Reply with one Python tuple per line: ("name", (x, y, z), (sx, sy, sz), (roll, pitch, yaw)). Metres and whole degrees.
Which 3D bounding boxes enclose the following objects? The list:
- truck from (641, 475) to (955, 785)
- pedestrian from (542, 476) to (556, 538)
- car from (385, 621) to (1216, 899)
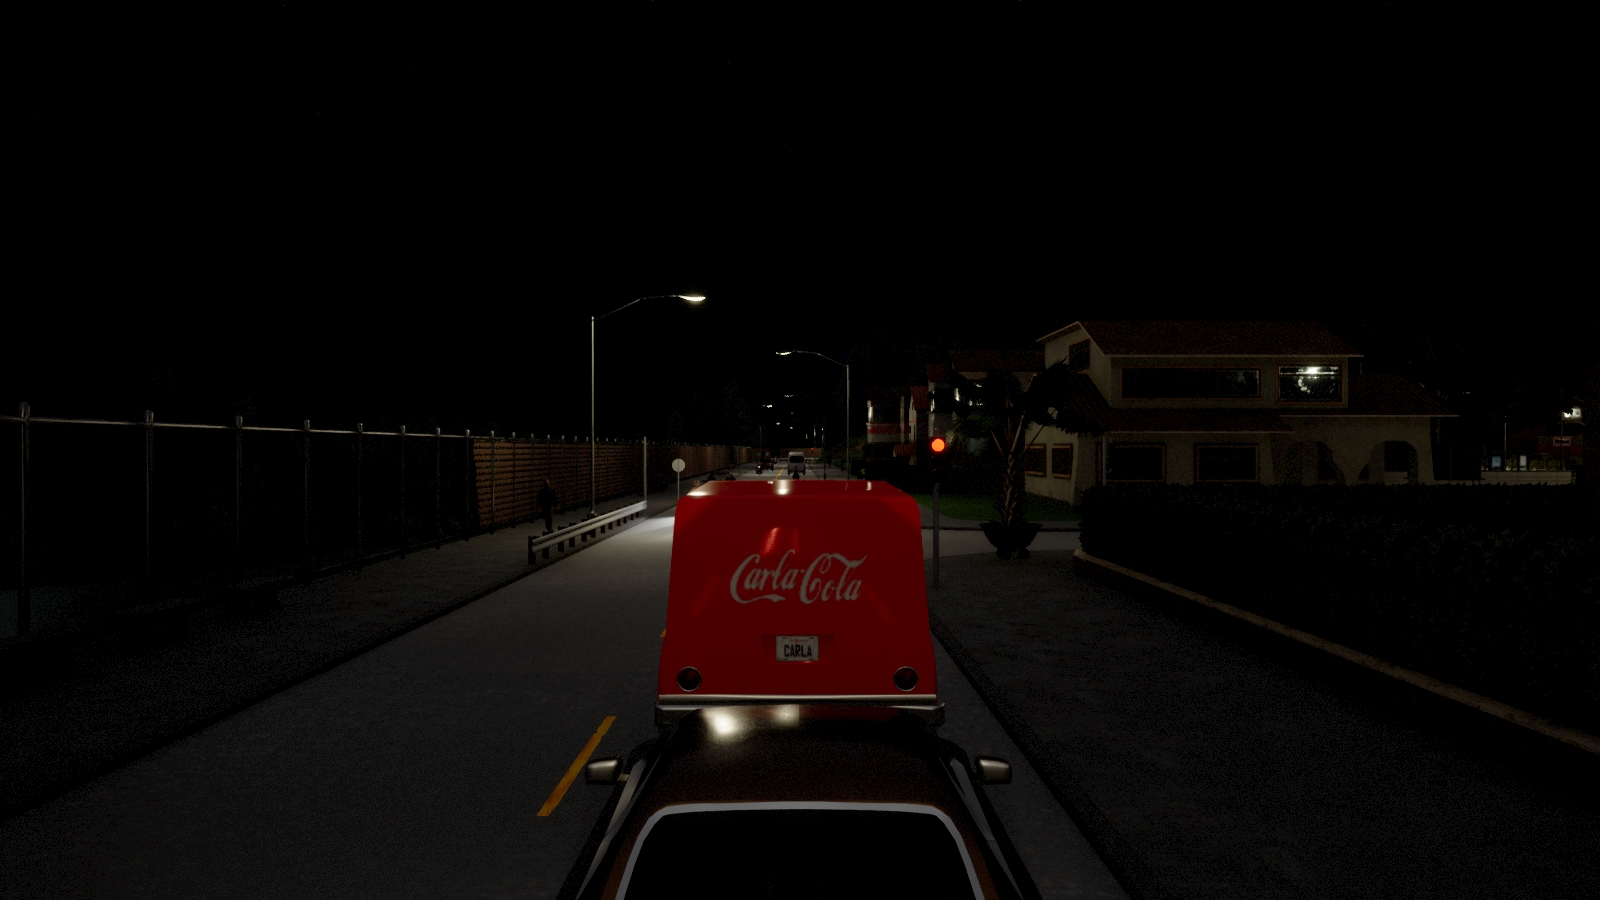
("truck", (-0.025, 1.564, 12.158), (2.627, 2.467, 5.204), (0, 0, 0))
("pedestrian", (-7.651, 1.732, 34.837), (0.375, 1.860, 0.375), (0, 0, -1))
("car", (-0.006, 1.989, 5.238), (2.152, 1.651, 5.027), (0, 0, 0))
